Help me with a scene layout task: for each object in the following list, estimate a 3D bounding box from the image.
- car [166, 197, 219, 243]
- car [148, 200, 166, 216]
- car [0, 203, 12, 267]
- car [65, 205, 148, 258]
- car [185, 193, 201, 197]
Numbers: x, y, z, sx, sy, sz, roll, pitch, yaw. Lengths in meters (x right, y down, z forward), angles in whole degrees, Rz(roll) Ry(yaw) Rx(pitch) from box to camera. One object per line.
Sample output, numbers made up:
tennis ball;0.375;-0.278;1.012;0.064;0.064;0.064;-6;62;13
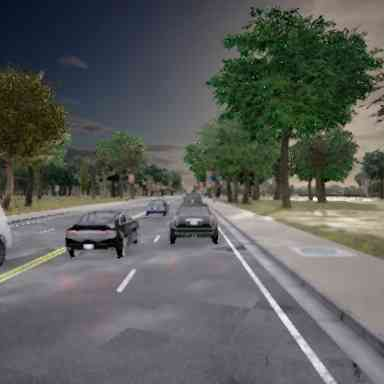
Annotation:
car;0.083;1.288;15.931;2.097;1.767;4.553;0;0;0
car;-3.180;1.447;31.256;2.033;1.411;5.357;0;0;0
car;-6.607;1.188;7.984;2.150;2.045;5.566;0;0;0
car;-3.161;1.440;12.585;2.128;1.511;4.902;0;0;0
car;0.064;1.107;38.036;2.150;2.045;5.566;0;0;0
